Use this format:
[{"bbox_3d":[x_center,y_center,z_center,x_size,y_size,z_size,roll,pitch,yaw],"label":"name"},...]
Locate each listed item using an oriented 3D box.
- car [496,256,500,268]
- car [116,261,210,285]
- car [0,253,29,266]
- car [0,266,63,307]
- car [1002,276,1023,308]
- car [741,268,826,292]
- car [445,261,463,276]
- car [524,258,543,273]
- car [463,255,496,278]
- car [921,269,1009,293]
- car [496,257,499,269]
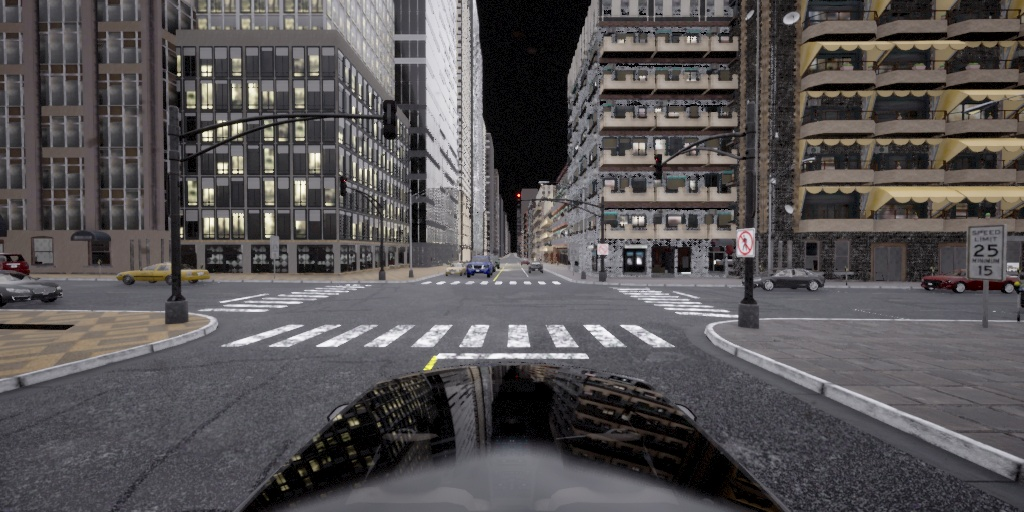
[{"bbox_3d":[-3.004,0.957,55.385,2.150,2.045,5.566,0,0,0],"label":"car"},{"bbox_3d":[-21.634,1.029,22.274,4.829,1.417,1.751,0,0,1],"label":"car"},{"bbox_3d":[-33.581,0.712,22.498,5.009,1.841,2.192,0,0,1],"label":"car"},{"bbox_3d":[-20.267,1.204,13.938,4.403,1.370,2.007,0,0,1],"label":"car"},{"bbox_3d":[21.734,1.576,13.249,4.313,1.339,1.948,0,0,1],"label":"car"},{"bbox_3d":[16.340,1.375,21.714,4.403,1.370,2.007,0,0,1],"label":"car"},{"bbox_3d":[-5.635,1.265,36.396,1.751,1.417,4.829,0,0,0],"label":"car"},{"bbox_3d":[2.755,1.289,42.207,2.007,1.370,4.403,0,0,0],"label":"car"},{"bbox_3d":[-3.047,0.962,34.698,2.150,2.045,5.566,0,0,0],"label":"car"},{"bbox_3d":[27.406,1.462,21.540,4.507,1.381,1.888,0,0,1],"label":"car"},{"bbox_3d":[-3.024,1.215,44.829,1.882,1.535,5.008,0,0,0],"label":"car"}]
